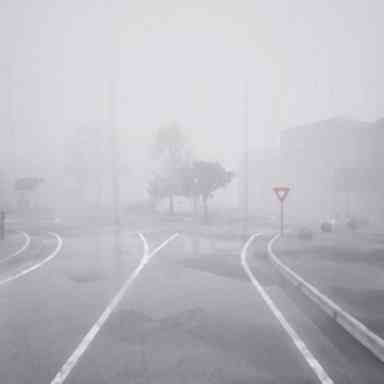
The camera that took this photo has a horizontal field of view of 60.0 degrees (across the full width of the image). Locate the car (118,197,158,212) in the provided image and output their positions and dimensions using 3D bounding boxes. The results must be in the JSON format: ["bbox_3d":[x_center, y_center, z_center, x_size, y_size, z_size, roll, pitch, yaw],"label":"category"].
[{"bbox_3d":[-7.436,1.941,46.304,4.553,1.767,2.097,1,-1,-23],"label":"car"}]

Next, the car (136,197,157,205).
[{"bbox_3d":[-12.386,2.489,90.765,5.566,2.045,2.435,0,-2,-2],"label":"car"}]

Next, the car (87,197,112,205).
[{"bbox_3d":[-24.459,2.360,86.564,5.566,2.045,2.435,0,-2,-2],"label":"car"}]

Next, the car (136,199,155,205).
[{"bbox_3d":[-12.261,2.646,87.843,5.008,1.535,2.097,0,-2,-2],"label":"car"}]

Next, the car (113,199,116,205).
[{"bbox_3d":[-24.647,2.539,92.020,5.566,2.045,2.435,0,-2,-2],"label":"car"}]

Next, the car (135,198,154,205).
[{"bbox_3d":[-12.183,2.424,84.814,4.553,1.767,2.185,0,-2,-2],"label":"car"}]
